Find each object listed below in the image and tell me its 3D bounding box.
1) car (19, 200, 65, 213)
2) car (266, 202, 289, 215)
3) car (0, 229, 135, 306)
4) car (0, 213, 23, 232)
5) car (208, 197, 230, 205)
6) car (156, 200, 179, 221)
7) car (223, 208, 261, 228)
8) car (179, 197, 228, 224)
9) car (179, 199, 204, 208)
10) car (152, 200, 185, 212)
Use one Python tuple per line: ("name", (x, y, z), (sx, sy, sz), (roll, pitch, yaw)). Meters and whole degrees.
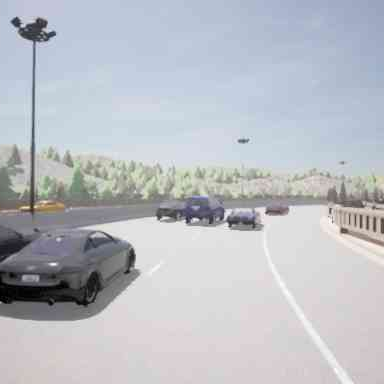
("car", (-15.098, 1.634, 33.727), (1.882, 1.535, 5.008), (0, -1, 20))
("car", (9.953, 1.848, 38.567), (1.994, 1.385, 4.181), (0, -1, 28))
("car", (-2.797, 1.588, 8.185), (1.994, 1.385, 4.181), (0, 0, 6))
("car", (-6.258, 1.561, 9.448), (2.033, 1.411, 5.357), (0, 0, 7))
("car", (5.653, 1.808, 69.328), (2.128, 1.511, 4.902), (0, -1, 43))
("car", (-1.564, 1.676, 29.523), (1.837, 1.490, 4.892), (0, -1, 19))
("car", (3.739, 1.745, 23.393), (1.895, 1.301, 4.718), (0, 0, 16))
("car", (1.099, 1.379, 26.639), (2.150, 2.045, 5.566), (0, 0, 18))
("car", (-0.019, 1.940, 56.290), (1.837, 1.490, 4.892), (0, -1, 34))
("car", (-2.988, 1.792, 44.301), (2.128, 1.511, 4.902), (0, -1, 28))
